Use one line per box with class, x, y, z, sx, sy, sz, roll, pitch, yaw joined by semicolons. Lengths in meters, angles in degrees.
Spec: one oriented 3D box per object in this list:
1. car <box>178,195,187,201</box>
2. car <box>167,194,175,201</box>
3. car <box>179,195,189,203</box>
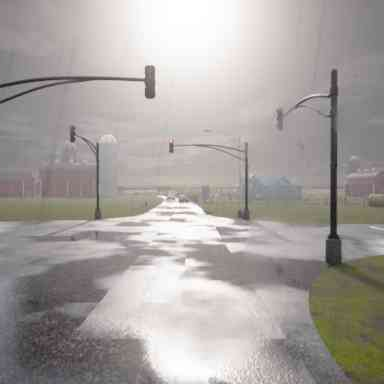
car;-2.274;1.464;79.983;1.837;1.490;4.892;0;0;-4
car;-4.655;1.182;74.000;1.812;1.442;4.674;0;0;-3
car;-1.670;1.624;69.999;1.895;1.301;4.718;0;0;-3
